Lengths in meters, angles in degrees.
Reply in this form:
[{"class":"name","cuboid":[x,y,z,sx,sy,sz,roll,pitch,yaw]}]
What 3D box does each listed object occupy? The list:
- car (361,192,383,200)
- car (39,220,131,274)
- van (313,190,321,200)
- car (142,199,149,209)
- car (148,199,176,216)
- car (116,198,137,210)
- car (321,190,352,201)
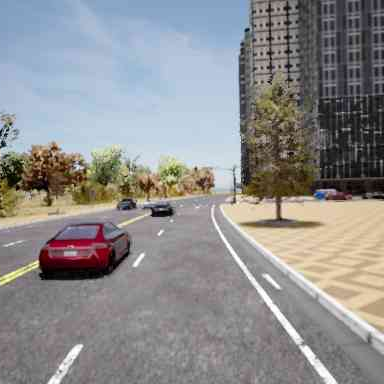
[{"class":"car","cuboid":[29.070,0.612,52.531,4.313,1.339,1.947,-2,1,9]},{"class":"car","cuboid":[-3.257,1.606,10.868,1.994,1.385,4.181,-1,0,0]},{"class":"van","cuboid":[24.741,0.464,61.847,3.998,1.788,1.690,-2,1,9]},{"class":"car","cuboid":[-5.324,1.617,44.843,1.895,1.301,4.718,-1,0,5]},{"class":"car","cuboid":[-2.750,1.545,32.749,1.994,1.385,4.181,-1,0,3]},{"class":"car","cuboid":[-8.633,1.597,44.364,1.812,1.442,4.674,-1,0,5]},{"class":"car","cuboid":[23.436,0.645,53.325,4.097,1.590,1.967,-2,1,9]}]
